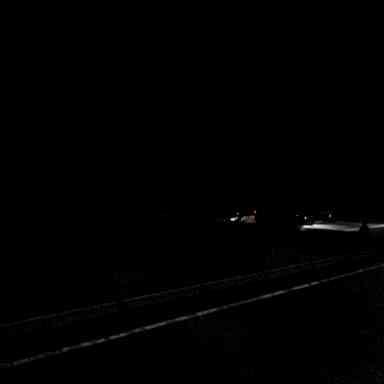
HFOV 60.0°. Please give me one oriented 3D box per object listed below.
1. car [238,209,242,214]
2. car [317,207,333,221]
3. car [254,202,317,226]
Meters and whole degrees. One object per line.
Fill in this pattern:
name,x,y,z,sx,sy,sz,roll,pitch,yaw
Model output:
car,2.734,1.782,34.667,2.033,1.411,5.357,0,-1,-42
car,8.981,1.580,27.250,2.128,1.511,4.902,0,-1,-39
car,6.622,1.646,24.601,1.994,1.385,4.181,0,-1,-39
